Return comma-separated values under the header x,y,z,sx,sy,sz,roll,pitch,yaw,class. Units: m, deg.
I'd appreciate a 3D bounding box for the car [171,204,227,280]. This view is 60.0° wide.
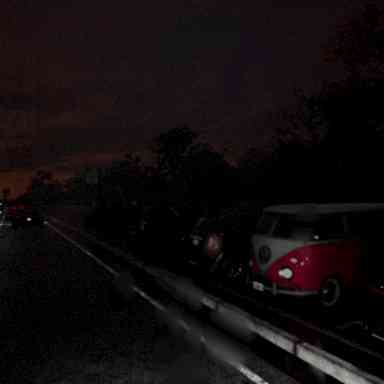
x,y,z,sx,sy,sz,roll,pitch,yaw,class
1.969,1.367,10.056,4.553,1.767,2.185,0,0,-29,car

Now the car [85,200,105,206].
x,y,z,sx,sy,sz,roll,pitch,yaw,class
-25.858,2.826,88.763,4.674,1.452,2.002,0,-1,-29,car

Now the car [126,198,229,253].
x,y,z,sx,sy,sz,roll,pitch,yaw,class
0.682,1.268,12.546,5.566,2.045,2.435,0,0,-29,car

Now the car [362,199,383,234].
x,y,z,sx,sy,sz,roll,pitch,yaw,class
12.104,1.313,18.799,4.553,1.767,2.185,0,0,-29,car

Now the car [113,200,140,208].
x,y,z,sx,sy,sz,roll,pitch,yaw,class
-12.712,2.331,64.607,4.674,1.452,2.002,0,-1,-28,car

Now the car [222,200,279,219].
x,y,z,sx,sy,sz,roll,pitch,yaw,class
5.485,1.612,31.047,5.008,1.535,2.097,0,-1,-28,car

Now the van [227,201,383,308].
x,y,z,sx,sy,sz,roll,pitch,yaw,class
3.234,1.244,7.553,4.442,1.987,1.878,0,0,-29,van

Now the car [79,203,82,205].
x,y,z,sx,sy,sz,roll,pitch,yaw,class
-4.694,1.653,22.380,4.892,1.521,2.231,0,-1,-28,car

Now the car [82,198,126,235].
x,y,z,sx,sy,sz,roll,pitch,yaw,class
-3.331,1.362,19.936,5.566,2.045,2.435,0,-1,-28,car

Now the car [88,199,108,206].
x,y,z,sx,sy,sz,roll,pitch,yaw,class
-24.285,2.601,86.014,4.553,1.767,2.185,0,-1,-29,car

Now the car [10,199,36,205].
x,y,z,sx,sy,sz,roll,pitch,yaw,class
-19.016,1.793,37.187,2.150,2.045,5.566,0,-1,-28,car

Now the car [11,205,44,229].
x,y,z,sx,sy,sz,roll,pitch,yaw,class
-12.043,1.866,24.382,1.994,1.385,4.181,0,-1,-28,car

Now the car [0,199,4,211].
x,y,z,sx,sy,sz,roll,pitch,yaw,class
-34.450,2.294,58.627,2.150,2.045,5.566,0,-1,-29,car

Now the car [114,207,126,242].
x,y,z,sx,sy,sz,roll,pitch,yaw,class
-0.674,1.547,14.999,4.892,1.521,2.231,0,0,-29,car

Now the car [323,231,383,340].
x,y,z,sx,sy,sz,roll,pitch,yaw,class
4.674,1.447,5.142,4.892,1.521,2.231,0,0,-29,car

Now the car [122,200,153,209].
x,y,z,sx,sy,sz,roll,pitch,yaw,class
-9.583,2.173,58.856,5.008,1.535,2.097,0,-1,-28,car

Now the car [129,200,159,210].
x,y,z,sx,sy,sz,roll,pitch,yaw,class
-8.089,2.157,56.084,4.674,1.452,2.002,0,-1,-28,car

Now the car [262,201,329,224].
x,y,z,sx,sy,sz,roll,pitch,yaw,class
8.150,1.532,26.158,5.008,1.535,2.097,0,-1,-28,car

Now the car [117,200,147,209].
x,y,z,sx,sy,sz,roll,pitch,yaw,class
-11.153,2.233,61.727,4.892,1.521,2.231,0,-1,-28,car
